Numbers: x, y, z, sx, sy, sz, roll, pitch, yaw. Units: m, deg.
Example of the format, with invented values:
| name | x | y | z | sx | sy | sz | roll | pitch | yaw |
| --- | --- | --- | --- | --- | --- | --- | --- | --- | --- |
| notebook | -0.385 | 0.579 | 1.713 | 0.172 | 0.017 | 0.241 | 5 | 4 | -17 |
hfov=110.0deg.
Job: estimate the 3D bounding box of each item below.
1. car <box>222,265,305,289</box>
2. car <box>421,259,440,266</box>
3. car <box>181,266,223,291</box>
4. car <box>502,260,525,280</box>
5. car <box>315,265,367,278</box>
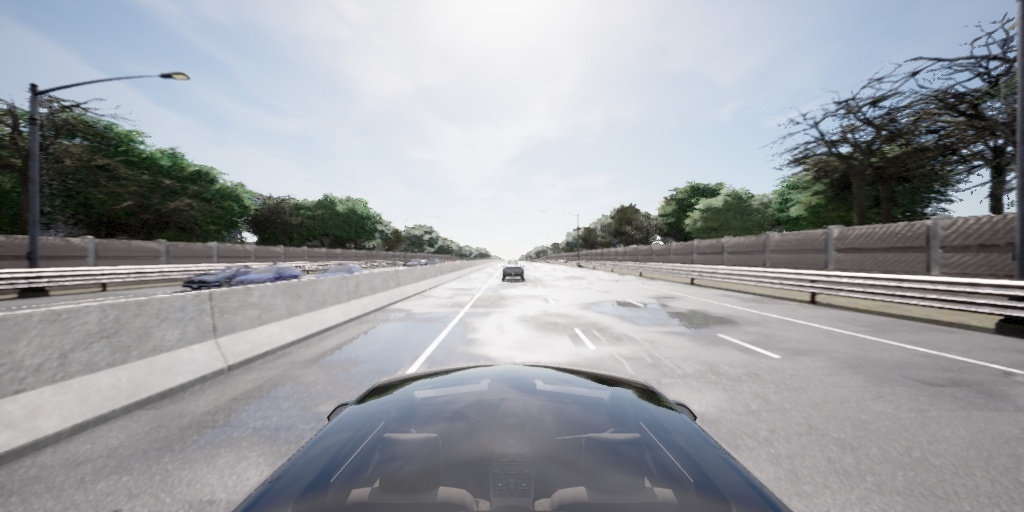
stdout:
| name | x | y | z | sx | sy | sz | roll | pitch | yaw |
| --- | --- | --- | --- | --- | --- | --- | --- | --- | --- |
| car | -14.076 | 1.289 | 21.041 | 1.812 | 1.442 | 4.674 | 0 | 0 | 0 |
| car | -13.981 | 1.240 | 62.891 | 2.097 | 1.767 | 4.553 | 0 | 0 | 0 |
| car | -17.583 | 1.313 | 22.549 | 2.033 | 1.411 | 5.357 | 0 | 0 | 0 |
| car | 0.114 | 1.272 | 31.509 | 2.128 | 1.511 | 4.902 | 0 | 0 | 0 |
| car | -10.579 | 1.291 | 22.550 | 1.812 | 1.442 | 4.674 | 0 | 0 | 0 |
